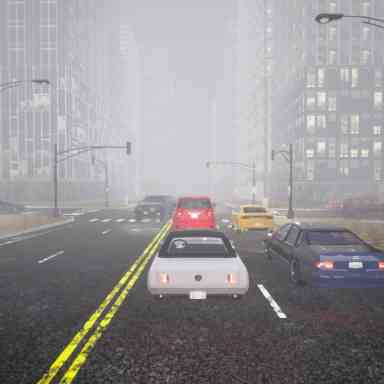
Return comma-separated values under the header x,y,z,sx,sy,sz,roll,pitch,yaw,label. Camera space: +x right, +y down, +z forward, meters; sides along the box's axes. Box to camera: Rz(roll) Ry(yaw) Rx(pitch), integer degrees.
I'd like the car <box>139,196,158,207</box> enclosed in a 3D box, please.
x,y,z,sx,sy,sz,roll,pitch,yaw,label
-6.541,1.454,50.715,2.128,1.511,4.902,0,0,0,car

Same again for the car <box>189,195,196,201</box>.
x,y,z,sx,sy,sz,roll,pitch,yaw,label
0.087,1.446,82.154,1.812,1.442,4.674,0,0,0,car

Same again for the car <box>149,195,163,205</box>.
x,y,z,sx,sy,sz,roll,pitch,yaw,label
-6.490,1.429,60.389,1.882,1.535,5.008,0,0,-1,car

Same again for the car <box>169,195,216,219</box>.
x,y,z,sx,sy,sz,roll,pitch,yaw,label
0.119,1.211,18.059,2.150,2.045,5.566,0,0,0,car

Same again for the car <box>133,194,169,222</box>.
x,y,z,sx,sy,sz,roll,pitch,yaw,label
-2.908,1.241,26.849,2.150,2.045,5.566,-1,-1,10,car

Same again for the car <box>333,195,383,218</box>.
x,y,z,sx,sy,sz,roll,pitch,yaw,label
16.234,1.517,30.731,5.009,1.841,2.192,1,0,1,car

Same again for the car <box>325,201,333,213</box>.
x,y,z,sx,sy,sz,roll,pitch,yaw,label
17.670,1.341,36.494,5.566,2.045,2.150,0,1,1,car

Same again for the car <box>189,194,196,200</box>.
x,y,z,sx,sy,sz,roll,pitch,yaw,label
0.098,1.430,91.955,1.812,1.442,4.674,0,0,0,car

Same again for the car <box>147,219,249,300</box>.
x,y,z,sx,sy,sz,roll,pitch,yaw,label
0.110,1.597,8.300,1.895,1.301,4.718,0,0,0,car

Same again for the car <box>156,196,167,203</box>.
x,y,z,sx,sy,sz,roll,pitch,yaw,label
-6.425,1.491,70.289,1.994,1.385,4.181,0,0,0,car

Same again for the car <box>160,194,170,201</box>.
x,y,z,sx,sy,sz,roll,pitch,yaw,label
-6.415,1.279,80.589,2.097,1.767,4.553,0,0,0,car

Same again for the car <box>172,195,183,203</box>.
x,y,z,sx,sy,sz,roll,pitch,yaw,label
-3.175,1.462,71.497,2.128,1.511,4.902,0,0,0,car

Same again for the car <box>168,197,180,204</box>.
x,y,z,sx,sy,sz,roll,pitch,yaw,label
-3.254,1.551,61.109,1.895,1.301,4.718,0,0,0,car

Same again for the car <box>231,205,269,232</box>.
x,y,z,sx,sy,sz,roll,pitch,yaw,label
3.374,1.467,19.146,1.882,1.535,5.008,0,0,1,car

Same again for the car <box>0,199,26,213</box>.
x,y,z,sx,sy,sz,roll,pitch,yaw,label
-19.357,1.406,33.943,4.181,1.385,1.994,1,1,1,car

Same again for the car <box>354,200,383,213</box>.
x,y,z,sx,sy,sz,roll,pitch,yaw,label
21.851,1.641,39.012,4.829,1.417,1.752,1,0,1,car

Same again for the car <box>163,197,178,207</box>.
x,y,z,sx,sy,sz,roll,pitch,yaw,label
-3.285,1.526,51.149,1.994,1.385,4.181,0,0,0,car

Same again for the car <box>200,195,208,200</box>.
x,y,z,sx,sy,sz,roll,pitch,yaw,label
3.349,1.444,92.370,2.033,1.411,5.357,0,0,0,car

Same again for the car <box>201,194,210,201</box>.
x,y,z,sx,sy,sz,roll,pitch,yaw,label
3.337,1.400,82.011,1.882,1.535,5.008,0,0,0,car

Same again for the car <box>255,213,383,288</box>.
x,y,z,sx,sy,sz,roll,pitch,yaw,label
3.364,1.543,9.327,2.033,1.411,5.357,0,0,0,car
